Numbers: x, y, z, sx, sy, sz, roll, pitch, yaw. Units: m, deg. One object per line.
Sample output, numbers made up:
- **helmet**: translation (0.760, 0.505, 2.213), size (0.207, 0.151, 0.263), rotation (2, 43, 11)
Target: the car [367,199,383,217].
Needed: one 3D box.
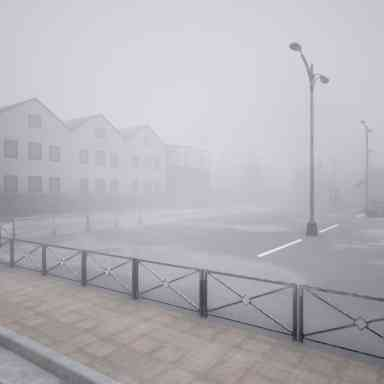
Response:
- **car**: translation (15.385, 1.298, 26.832), size (2.007, 1.523, 4.514), rotation (0, 0, 35)
